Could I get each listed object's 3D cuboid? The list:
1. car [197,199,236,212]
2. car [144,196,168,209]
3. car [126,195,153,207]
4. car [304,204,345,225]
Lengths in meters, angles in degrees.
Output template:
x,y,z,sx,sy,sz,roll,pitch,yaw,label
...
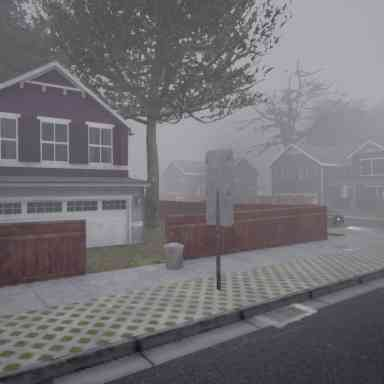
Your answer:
x,y,z,sx,sy,sz,roll,pitch,yaw,label
1.948,1.423,30.794,1.837,1.490,4.892,-1,1,-37,car
-4.183,1.362,39.188,1.882,1.535,5.008,-1,1,-36,car
-7.834,1.307,49.061,1.882,1.535,5.008,-1,1,-36,car
8.024,1.523,22.493,1.994,1.385,4.181,-1,1,-36,car
